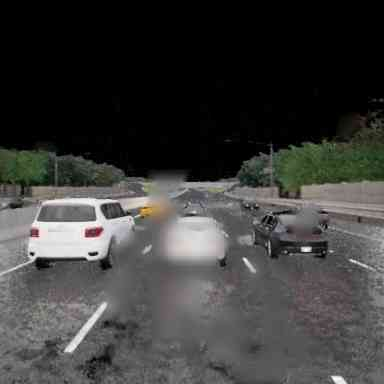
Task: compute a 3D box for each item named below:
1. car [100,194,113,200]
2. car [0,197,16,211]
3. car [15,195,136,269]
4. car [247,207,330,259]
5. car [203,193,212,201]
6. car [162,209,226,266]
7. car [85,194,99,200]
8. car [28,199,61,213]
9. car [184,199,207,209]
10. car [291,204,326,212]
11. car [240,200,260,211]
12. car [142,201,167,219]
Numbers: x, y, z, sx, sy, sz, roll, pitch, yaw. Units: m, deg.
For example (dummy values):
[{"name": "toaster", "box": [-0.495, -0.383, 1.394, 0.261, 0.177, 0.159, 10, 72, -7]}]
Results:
[{"name": "car", "box": [-20.329, 1.264, 79.379, 1.994, 1.385, 4.181, 0, 0, 1]}, {"name": "car", "box": [-20.921, 1.403, 37.773, 2.097, 1.767, 4.553, 0, 0, 1]}, {"name": "car", "box": [-3.382, 1.229, 11.292, 2.150, 2.045, 5.566, 0, 0, 0]}, {"name": "car", "box": [3.522, 1.515, 12.648, 1.837, 1.490, 4.892, 0, 0, 0]}, {"name": "car", "box": [4.341, 1.632, 88.828, 1.812, 1.442, 4.674, 0, 0, 1]}, {"name": "car", "box": [0.120, 1.534, 11.500, 1.812, 1.442, 4.674, 0, 0, 0]}, {"name": "car", "box": [-23.828, 1.236, 79.437, 1.812, 1.442, 4.674, 0, 0, 1]}, {"name": "car", "box": [-17.407, 1.580, 39.427, 1.812, 1.442, 4.674, 0, 0, 1]}, {"name": "car", "box": [0.201, 1.600, 29.093, 1.994, 1.385, 4.181, 0, 0, 0]}, {"name": "car", "box": [7.135, 1.514, 21.277, 2.128, 1.511, 4.902, 0, 0, 1]}, {"name": "car", "box": [7.304, 1.659, 42.492, 1.895, 1.301, 4.718, 0, 0, 1]}, {"name": "car", "box": [-3.294, 1.515, 29.873, 1.882, 1.535, 5.008, 0, 0, 0]}]
